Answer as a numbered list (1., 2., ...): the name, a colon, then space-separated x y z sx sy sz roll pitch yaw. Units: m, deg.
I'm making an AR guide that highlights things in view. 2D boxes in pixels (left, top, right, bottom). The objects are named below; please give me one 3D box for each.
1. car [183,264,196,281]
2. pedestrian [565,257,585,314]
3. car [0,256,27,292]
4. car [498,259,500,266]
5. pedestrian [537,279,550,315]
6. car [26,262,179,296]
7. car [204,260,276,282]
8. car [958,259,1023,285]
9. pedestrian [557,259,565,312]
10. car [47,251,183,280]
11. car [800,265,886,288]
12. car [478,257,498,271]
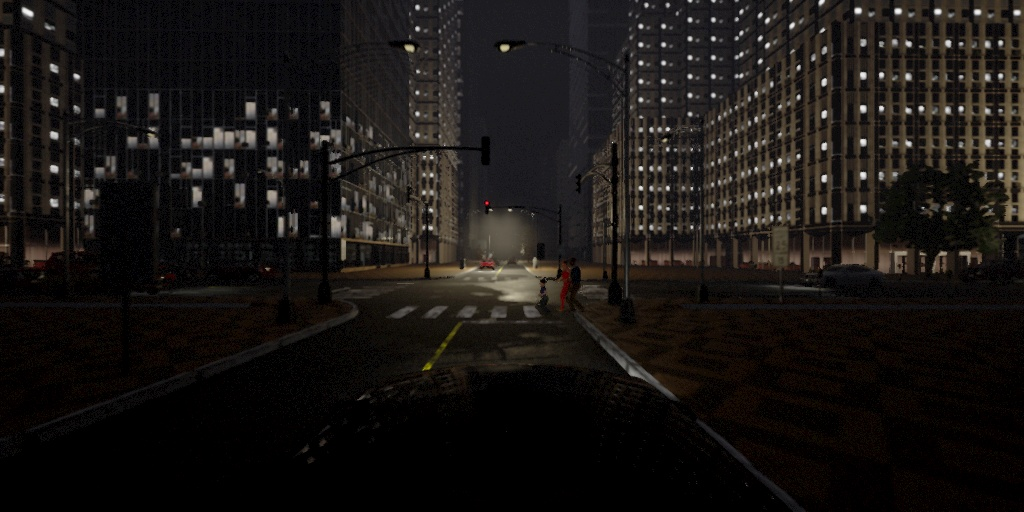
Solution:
1. car: -24.902 1.092 25.238 4.403 1.370 2.007 0 0 -1
2. pedestrian: 1.954 0.848 11.108 0.375 1.860 0.375 0 0 0
3. car: -24.757 0.859 16.660 5.009 1.841 2.192 0 0 -1
4. car: -3.075 1.000 61.756 1.837 1.490 4.892 0 0 1
5. pedestrian: 1.087 1.283 11.708 0.375 1.300 0.375 0 0 0
6. car: -18.909 1.103 16.729 4.829 1.417 1.751 0 0 -1
7. car: -19.225 1.014 25.365 4.097 1.591 1.967 0 0 -1
8. car: 35.955 1.142 26.172 5.009 1.841 2.192 0 0 -1
9. pedestrian: 1.845 1.000 12.308 0.375 1.860 0.375 0 0 0
10. car: -21.720 0.783 19.400 5.566 2.045 2.150 0 0 -1
11. car: 21.495 1.298 23.348 4.674 1.442 1.812 0 0 -1
12. car: -3.105 1.093 45.306 1.812 1.442 4.674 0 0 0
